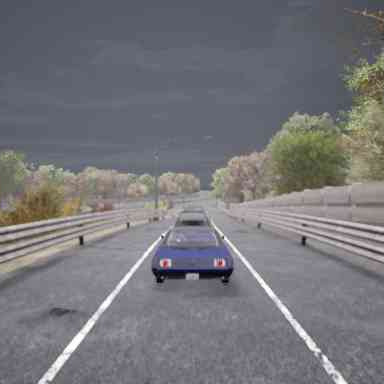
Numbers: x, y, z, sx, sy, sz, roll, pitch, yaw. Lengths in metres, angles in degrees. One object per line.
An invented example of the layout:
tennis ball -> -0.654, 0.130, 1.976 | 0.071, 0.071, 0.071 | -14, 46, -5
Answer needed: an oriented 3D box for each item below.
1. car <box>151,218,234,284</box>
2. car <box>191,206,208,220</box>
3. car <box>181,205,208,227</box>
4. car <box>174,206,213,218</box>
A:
car -> 0.020, 1.649, 9.677 | 1.895, 1.301, 4.718 | 0, -1, 0
car -> 0.996, 2.825, 44.251 | 2.097, 1.767, 4.553 | 0, -3, 3
car -> 0.284, 1.984, 28.334 | 2.097, 1.767, 4.553 | 0, -3, 2
car -> 0.052, 1.732, 17.861 | 1.837, 1.490, 4.892 | 0, -1, 0
